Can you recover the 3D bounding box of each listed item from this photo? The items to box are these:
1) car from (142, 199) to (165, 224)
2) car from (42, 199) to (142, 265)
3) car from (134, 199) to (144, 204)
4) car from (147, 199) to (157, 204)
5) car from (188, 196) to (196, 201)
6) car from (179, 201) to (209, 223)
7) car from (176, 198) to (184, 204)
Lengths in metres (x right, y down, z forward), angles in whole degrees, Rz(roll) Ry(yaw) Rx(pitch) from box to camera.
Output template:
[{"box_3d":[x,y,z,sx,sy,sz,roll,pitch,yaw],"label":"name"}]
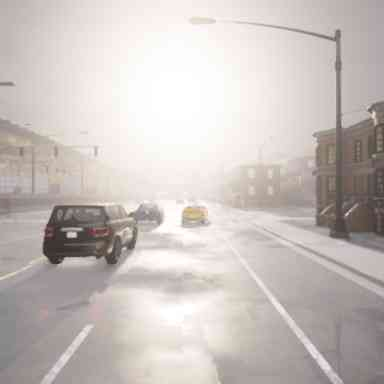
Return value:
[{"box_3d":[-3.503,1.660,28.242,2.097,1.767,4.553,0,-1,0],"label":"car"},{"box_3d":[-3.498,1.361,12.411,2.150,2.045,5.566,0,0,0],"label":"car"},{"box_3d":[-14.071,2.561,88.557,1.895,1.301,4.718,0,-1,0],"label":"car"},{"box_3d":[-10.571,2.506,88.590,2.033,1.411,5.357,0,-1,0],"label":"car"},{"box_3d":[-0.076,2.248,94.945,2.150,2.045,5.566,0,-1,0],"label":"car"},{"box_3d":[0.350,1.795,29.028,1.882,1.535,5.008,0,0,9],"label":"car"},{"box_3d":[-3.576,2.510,95.240,1.882,1.535,5.008,0,-1,0],"label":"car"}]
